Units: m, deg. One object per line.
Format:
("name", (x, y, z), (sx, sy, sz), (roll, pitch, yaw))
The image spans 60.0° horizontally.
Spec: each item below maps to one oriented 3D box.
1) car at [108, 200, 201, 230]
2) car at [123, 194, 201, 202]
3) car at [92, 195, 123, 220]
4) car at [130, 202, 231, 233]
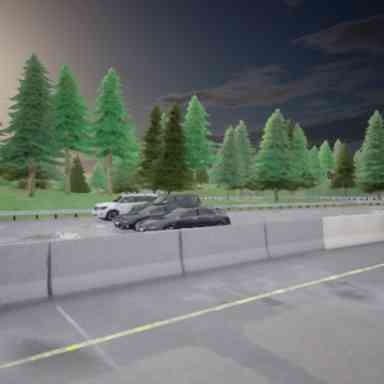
("car", (-2.074, 1.459, 19.531), (4.892, 1.490, 1.837), (-1, 0, -34))
("car", (-1.730, 1.161, 23.978), (5.566, 2.045, 2.150), (-1, 0, -33))
("car", (-4.882, 1.169, 26.088), (5.566, 2.045, 2.150), (0, 0, -34))
("car", (-0.298, 1.460, 16.505), (4.892, 1.490, 1.837), (-1, 0, -34))
